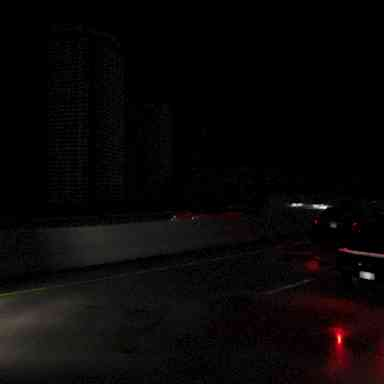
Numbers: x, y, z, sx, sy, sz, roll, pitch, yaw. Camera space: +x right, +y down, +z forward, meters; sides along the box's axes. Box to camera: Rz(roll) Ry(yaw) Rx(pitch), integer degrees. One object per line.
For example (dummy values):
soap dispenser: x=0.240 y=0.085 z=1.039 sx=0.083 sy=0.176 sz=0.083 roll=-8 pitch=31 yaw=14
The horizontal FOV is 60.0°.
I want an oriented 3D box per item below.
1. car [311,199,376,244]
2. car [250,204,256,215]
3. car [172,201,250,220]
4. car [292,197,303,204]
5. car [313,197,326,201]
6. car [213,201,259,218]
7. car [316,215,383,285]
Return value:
car: x=7.222 y=1.392 z=14.866 sx=4.553 sy=1.767 sz=2.097 roll=0 pitch=0 yaw=-44
car: x=3.219 y=1.600 z=26.014 sx=1.812 sy=1.442 sz=4.674 roll=0 pitch=0 yaw=42
car: x=0.920 y=1.407 z=18.760 sx=4.553 sy=1.767 sz=2.097 roll=0 pitch=0 yaw=-44
car: x=21.863 y=1.711 z=69.142 sx=2.128 sy=1.511 sz=4.902 roll=0 pitch=0 yaw=13
car: x=23.460 y=1.663 z=61.363 sx=2.128 sy=1.511 sz=4.902 roll=0 pitch=0 yaw=17
car: x=4.469 y=1.641 z=32.745 sx=2.033 sy=1.411 sz=5.357 roll=0 pitch=0 yaw=39
car: x=5.450 y=1.514 z=8.461 sx=4.902 sy=1.511 sz=2.128 roll=0 pitch=0 yaw=-41
